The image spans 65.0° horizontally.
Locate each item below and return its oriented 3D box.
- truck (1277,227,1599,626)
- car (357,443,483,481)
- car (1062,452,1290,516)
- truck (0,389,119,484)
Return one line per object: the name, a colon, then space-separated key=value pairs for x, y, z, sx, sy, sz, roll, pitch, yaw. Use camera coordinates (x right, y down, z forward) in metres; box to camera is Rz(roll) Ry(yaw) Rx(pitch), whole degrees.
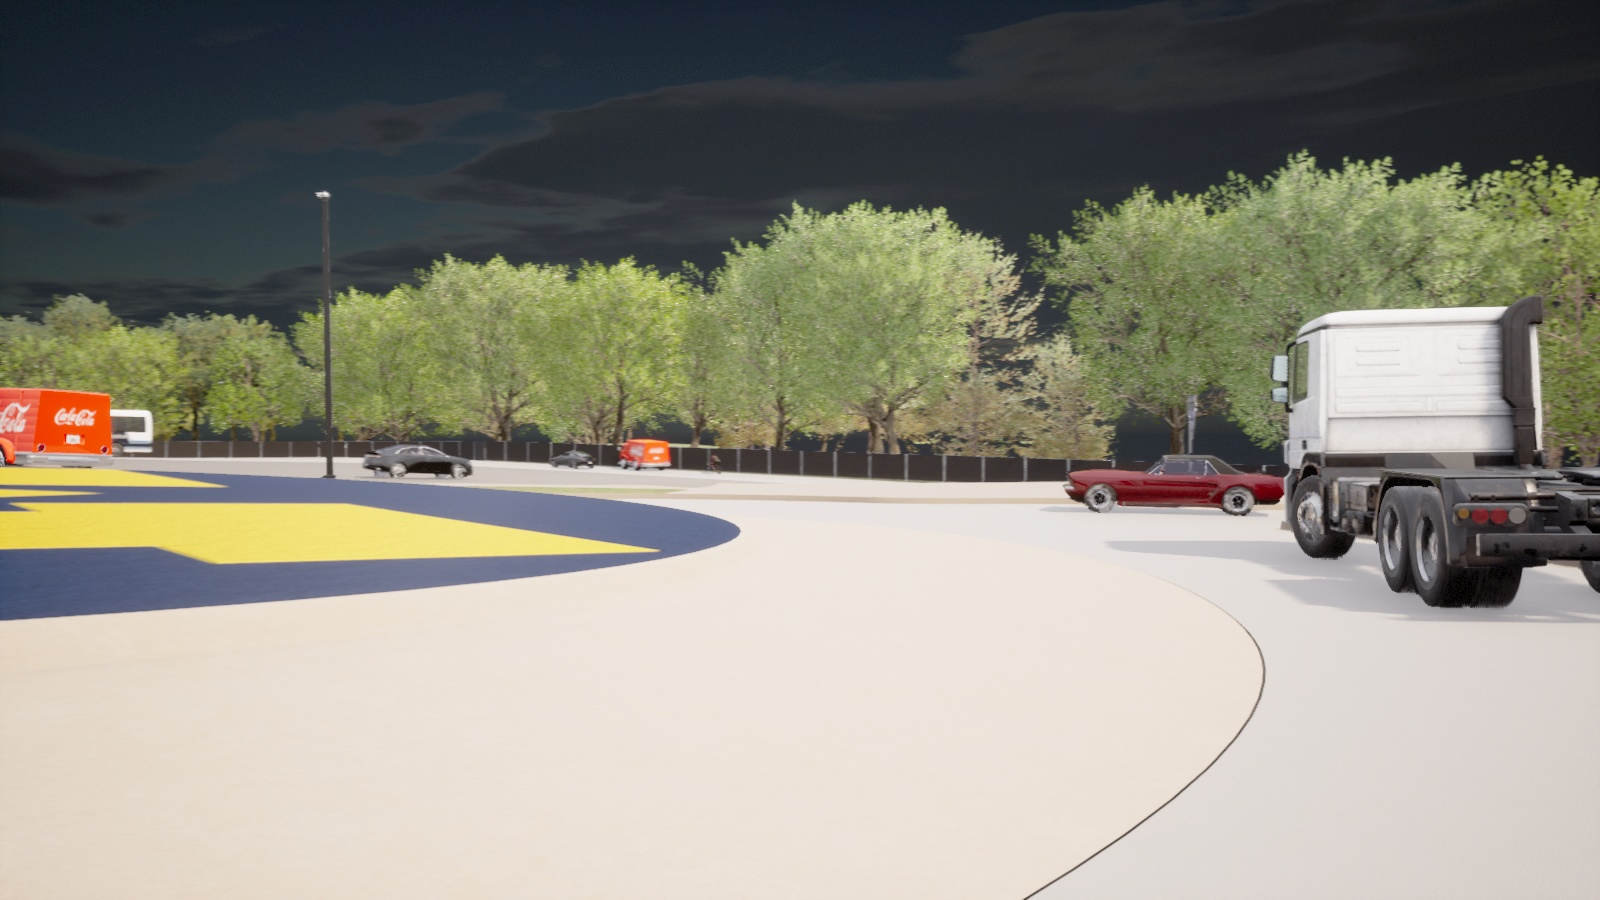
truck: x=7.940 y=-0.256 z=14.747 sx=2.891 sy=3.462 sz=7.936 roll=-1 pitch=1 yaw=10
car: x=-16.937 y=0.563 z=56.081 sx=4.902 sy=1.511 sz=2.128 roll=2 pitch=0 yaw=-43
car: x=8.294 y=0.722 z=28.103 sx=4.718 sy=1.301 sz=1.895 roll=1 pitch=1 yaw=13
truck: x=-21.992 y=-0.366 z=34.949 sx=5.204 sy=2.467 sz=2.627 roll=1 pitch=-1 yaw=24
